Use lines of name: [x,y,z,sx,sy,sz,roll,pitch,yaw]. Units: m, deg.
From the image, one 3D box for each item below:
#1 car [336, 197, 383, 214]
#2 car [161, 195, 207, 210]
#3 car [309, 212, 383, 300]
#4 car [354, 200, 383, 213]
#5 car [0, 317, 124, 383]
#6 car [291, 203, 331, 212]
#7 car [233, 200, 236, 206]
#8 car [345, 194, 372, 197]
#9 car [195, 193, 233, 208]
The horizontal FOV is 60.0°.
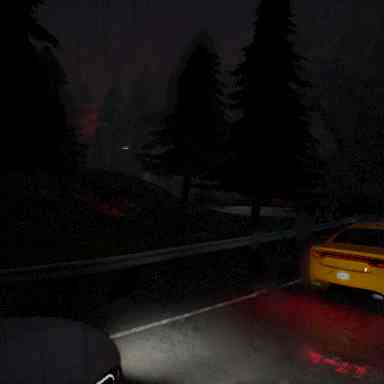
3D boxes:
car: [16.008,1.513,30.864,4.892,1.490,1.837,0,0,34]
car: [-0.998,1.468,42.513,4.902,1.511,2.128,0,0,34]
car: [4.779,1.478,8.097,5.008,1.535,1.882,0,0,-42]
car: [20.199,1.569,36.478,4.181,1.385,1.994,0,0,34]
car: [-2.725,1.526,2.060,4.674,1.442,1.812,0,0,-36]
car: [13.194,1.568,37.030,4.181,1.385,1.994,0,0,34]
car: [4.525,1.466,51.458,4.902,1.511,2.128,0,0,34]
car: [21.184,1.225,40.043,5.566,2.045,2.150,0,0,34]
car: [2.671,1.197,48.480,5.566,2.045,2.150,0,0,35]
